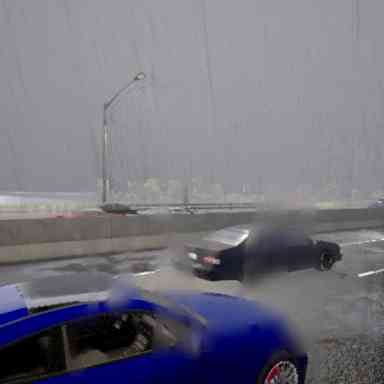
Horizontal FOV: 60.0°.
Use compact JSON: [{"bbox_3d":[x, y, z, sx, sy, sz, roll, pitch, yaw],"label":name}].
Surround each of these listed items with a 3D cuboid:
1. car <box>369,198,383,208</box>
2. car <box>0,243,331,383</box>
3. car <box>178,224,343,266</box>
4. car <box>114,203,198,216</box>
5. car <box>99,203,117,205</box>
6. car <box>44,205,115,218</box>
[{"bbox_3d":[28.522,1.844,49.109,5.566,2.045,2.150,1,-1,-33],"label":"car"},{"bbox_3d":[-0.906,1.535,3.103,4.674,1.442,1.812,1,0,-35],"label":"car"},{"bbox_3d":[2.073,1.627,9.501,5.357,1.411,2.033,1,0,-35],"label":"car"},{"bbox_3d":[-1.780,1.603,19.872,4.902,1.511,2.128,1,-1,-35],"label":"car"},{"bbox_3d":[-6.467,1.576,25.133,5.008,1.535,1.882,1,-1,-35],"label":"car"},{"bbox_3d":[-6.700,1.668,20.689,4.718,1.301,1.895,1,0,-35],"label":"car"}]
